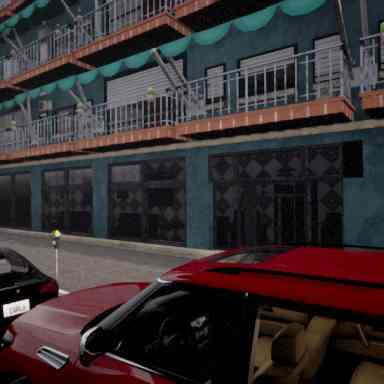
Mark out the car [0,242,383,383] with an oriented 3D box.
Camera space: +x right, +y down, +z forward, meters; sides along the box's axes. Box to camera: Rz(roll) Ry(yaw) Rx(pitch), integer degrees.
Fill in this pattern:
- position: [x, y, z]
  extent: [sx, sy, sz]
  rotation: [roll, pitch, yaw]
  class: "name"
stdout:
- position: [0.608, 1.315, 2.303]
  extent: [5.009, 1.841, 2.192]
  rotation: [0, -1, 36]
  class: "car"
